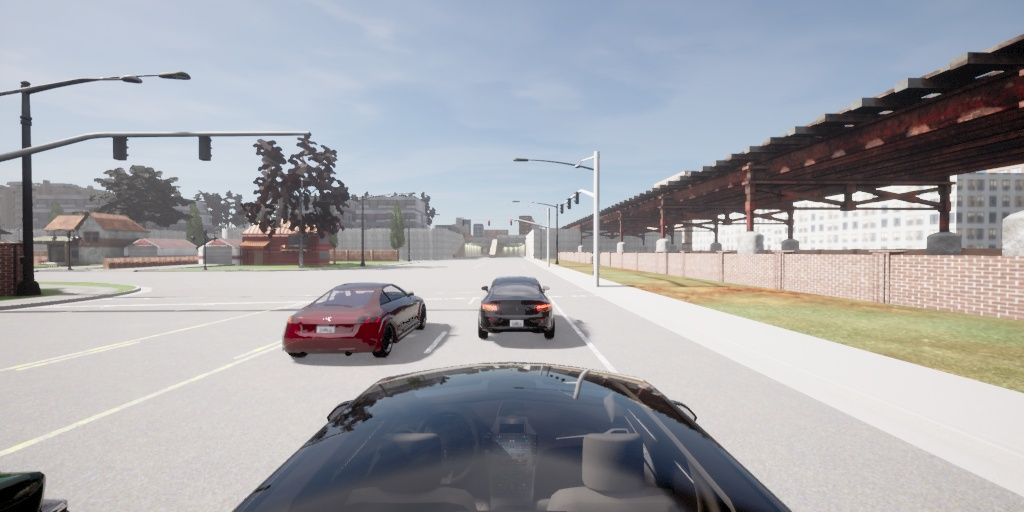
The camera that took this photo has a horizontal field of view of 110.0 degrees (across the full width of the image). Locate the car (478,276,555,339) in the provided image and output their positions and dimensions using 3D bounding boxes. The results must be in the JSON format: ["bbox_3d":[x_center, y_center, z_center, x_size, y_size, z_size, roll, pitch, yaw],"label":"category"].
[{"bbox_3d":[0.104,1.277,10.011,1.812,1.442,4.674,0,0,0],"label":"car"}]

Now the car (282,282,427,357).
[{"bbox_3d":[-3.398,1.315,8.548,1.994,1.385,4.181,0,0,0],"label":"car"}]
